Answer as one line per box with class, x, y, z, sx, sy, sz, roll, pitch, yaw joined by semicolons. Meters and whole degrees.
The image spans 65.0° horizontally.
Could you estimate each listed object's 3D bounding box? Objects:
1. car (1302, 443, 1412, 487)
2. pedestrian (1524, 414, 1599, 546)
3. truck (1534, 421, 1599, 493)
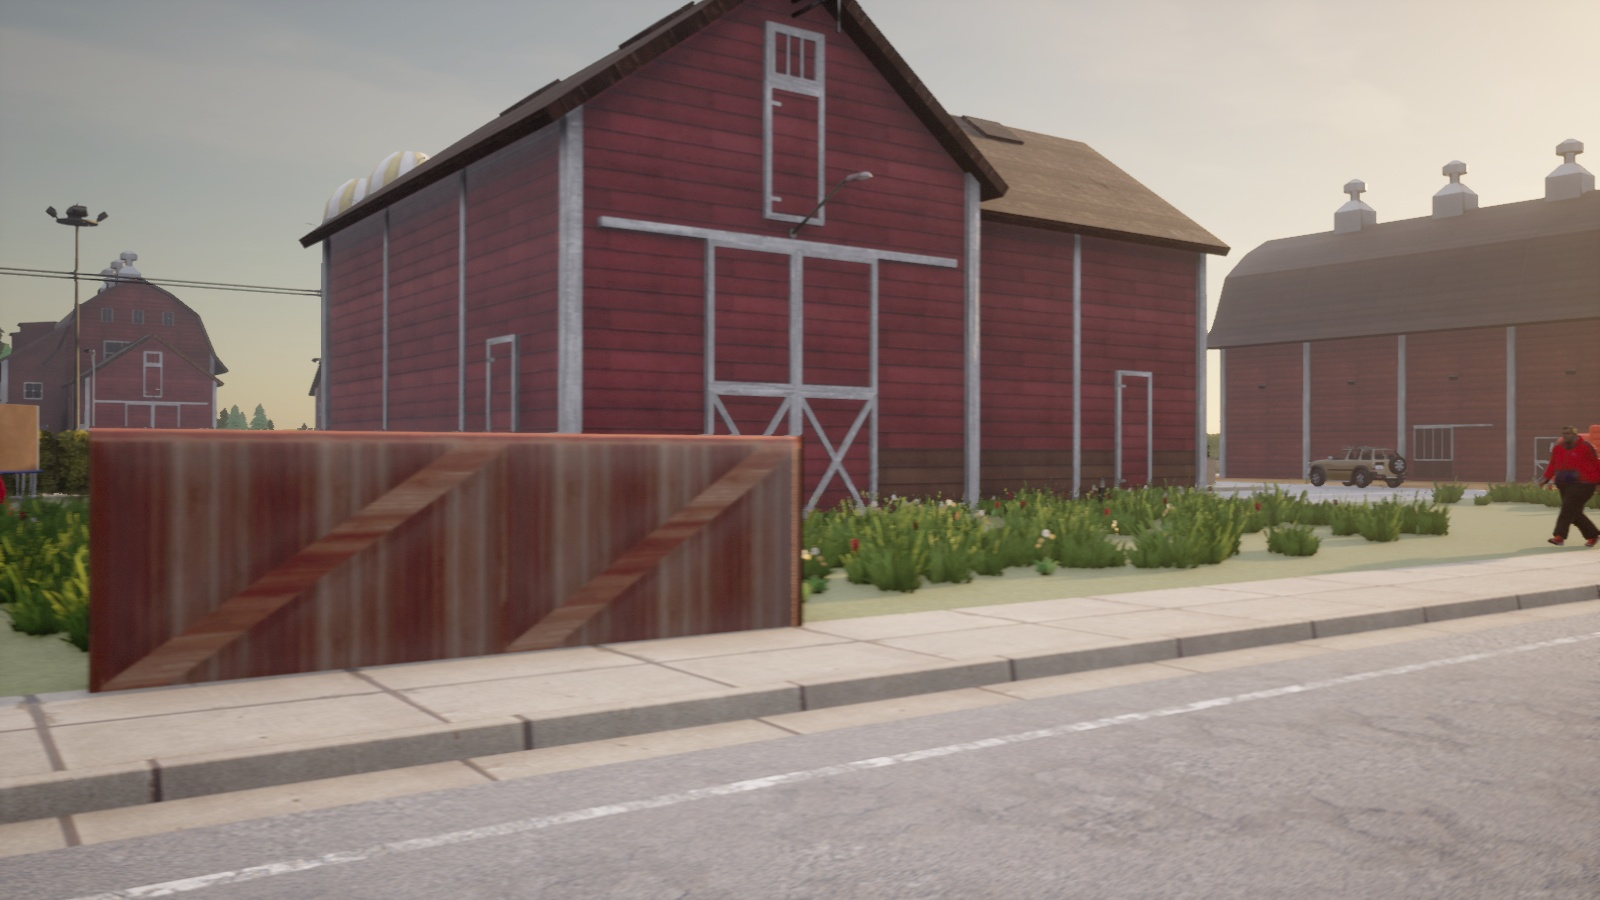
car;24.555;0.633;55.568;1.932;1.855;4.605;0;0;-16
pedestrian;10.933;0.417;17.874;0.899;1.844;0.634;0;0;-16
truck;28.541;0.236;43.202;2.627;2.467;5.204;0;0;-19
